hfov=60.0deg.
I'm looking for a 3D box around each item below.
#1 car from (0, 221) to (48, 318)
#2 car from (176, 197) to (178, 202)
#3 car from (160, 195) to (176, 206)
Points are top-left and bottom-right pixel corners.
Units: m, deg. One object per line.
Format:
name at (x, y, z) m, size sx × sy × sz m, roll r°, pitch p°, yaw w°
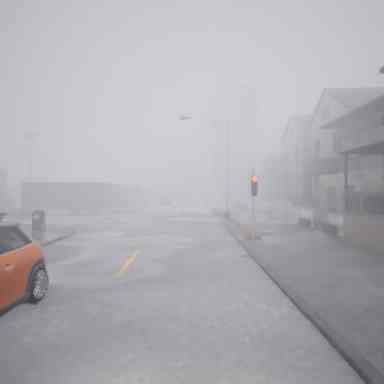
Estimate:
car at (-4.082, 1.342, 5.084) m, size 2.097 × 1.767 × 4.553 m, roll 0°, pitch 0°, yaw 0°
car at (-3.995, 1.446, 68.150) m, size 1.812 × 1.442 × 4.674 m, roll 0°, pitch 0°, yaw 0°
car at (-4.063, 1.419, 52.894) m, size 1.812 × 1.442 × 4.674 m, roll 0°, pitch 0°, yaw 0°
